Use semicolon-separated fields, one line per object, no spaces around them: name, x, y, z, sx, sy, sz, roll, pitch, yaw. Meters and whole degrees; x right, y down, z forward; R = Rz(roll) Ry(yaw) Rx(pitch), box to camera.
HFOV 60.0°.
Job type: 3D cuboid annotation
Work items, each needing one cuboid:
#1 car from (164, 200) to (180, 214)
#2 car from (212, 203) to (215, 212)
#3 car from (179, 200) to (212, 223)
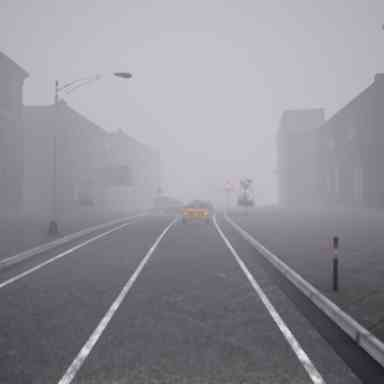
car;-1.934;1.638;37.409;1.837;1.490;4.892;-1;0;6
car;1.791;1.768;41.806;1.837;1.490;4.892;-1;-1;7
car;0.338;1.382;24.274;1.801;1.575;5.366;0;0;2
